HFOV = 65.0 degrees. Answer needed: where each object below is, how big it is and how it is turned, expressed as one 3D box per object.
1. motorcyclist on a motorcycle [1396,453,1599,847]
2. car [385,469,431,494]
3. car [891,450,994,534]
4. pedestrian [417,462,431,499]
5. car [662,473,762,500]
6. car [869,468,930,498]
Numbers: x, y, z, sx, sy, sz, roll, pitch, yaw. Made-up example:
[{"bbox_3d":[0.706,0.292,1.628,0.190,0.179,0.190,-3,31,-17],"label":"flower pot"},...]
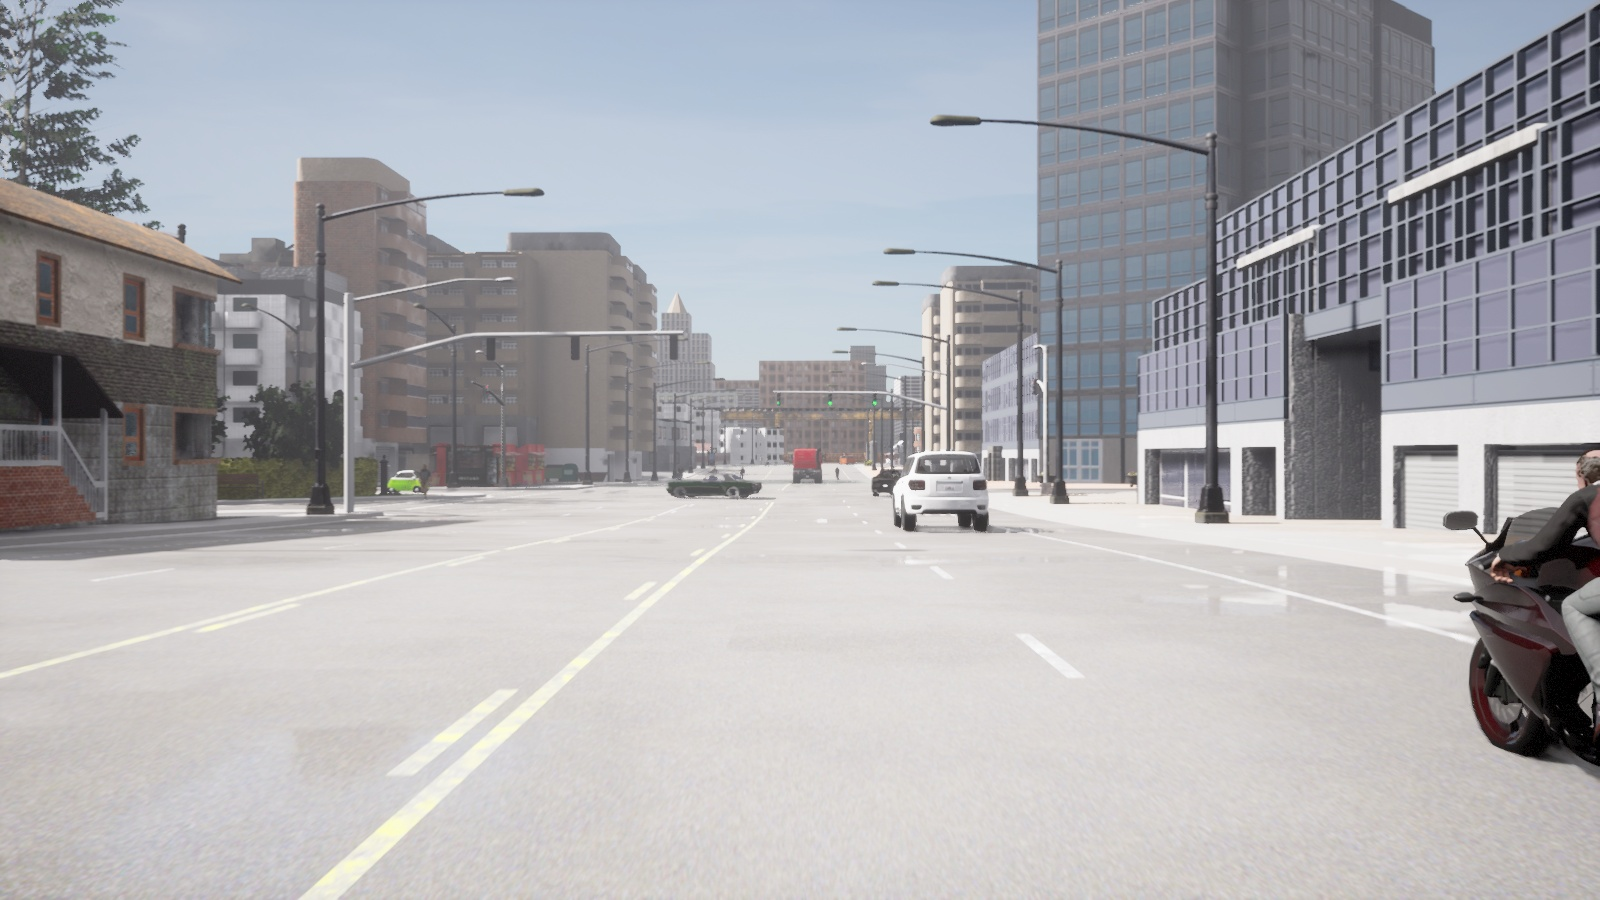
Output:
[{"bbox_3d":[3.547,0.782,5.477,0.866,1.530,2.191,0,0,0],"label":"motorcyclist on a motorcycle"},{"bbox_3d":[-22.633,1.816,72.540,2.207,1.376,1.481,0,0,1],"label":"car"},{"bbox_3d":[3.708,1.102,33.671,2.150,2.045,5.566,0,-2,0],"label":"car"},{"bbox_3d":[-18.748,1.506,62.657,0.540,1.848,0.694,0,0,-6],"label":"pedestrian"},{"bbox_3d":[-4.499,1.851,64.371,4.718,1.301,1.895,0,0,13],"label":"car"},{"bbox_3d":[5.447,1.753,68.322,1.882,1.535,5.008,0,0,22],"label":"car"}]
